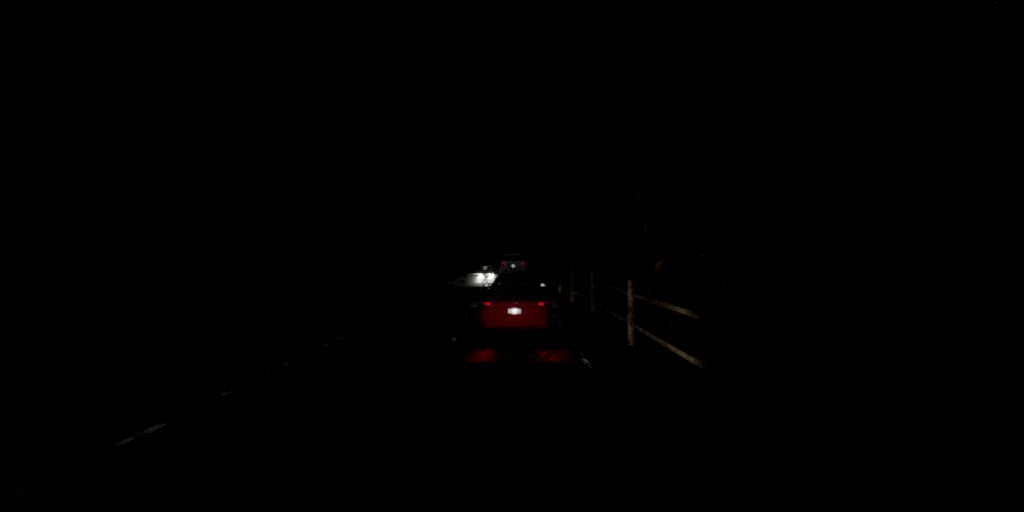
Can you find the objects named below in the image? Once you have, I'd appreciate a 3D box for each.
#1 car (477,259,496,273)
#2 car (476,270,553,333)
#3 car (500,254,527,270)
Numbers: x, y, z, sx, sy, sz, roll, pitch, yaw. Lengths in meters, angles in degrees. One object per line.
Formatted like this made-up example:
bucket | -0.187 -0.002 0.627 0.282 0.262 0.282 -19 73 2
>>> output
car | -2.831 1.074 40.001 2.128 1.511 4.902 0 0 0
car | 0.076 1.278 10.588 1.994 1.385 4.181 0 0 0
car | 0.105 0.841 31.657 2.150 2.045 5.566 0 0 0
